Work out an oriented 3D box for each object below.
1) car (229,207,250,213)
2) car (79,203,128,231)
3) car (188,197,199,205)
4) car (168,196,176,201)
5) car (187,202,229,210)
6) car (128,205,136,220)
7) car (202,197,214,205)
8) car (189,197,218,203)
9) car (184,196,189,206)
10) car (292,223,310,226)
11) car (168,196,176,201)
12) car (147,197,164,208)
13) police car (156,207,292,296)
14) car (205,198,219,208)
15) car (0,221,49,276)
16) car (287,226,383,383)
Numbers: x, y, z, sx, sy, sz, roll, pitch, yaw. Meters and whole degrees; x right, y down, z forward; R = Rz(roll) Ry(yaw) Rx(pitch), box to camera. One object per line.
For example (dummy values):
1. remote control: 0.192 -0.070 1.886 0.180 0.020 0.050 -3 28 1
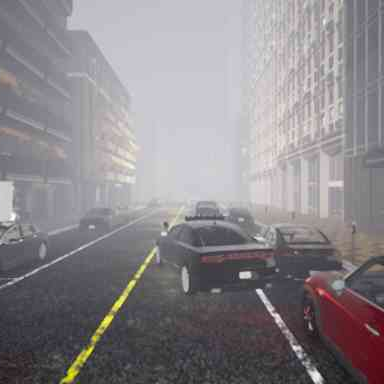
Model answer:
1. car: 2.772 1.584 20.795 1.947 1.339 4.313 0 0 0
2. car: -5.609 1.584 20.829 1.947 1.339 4.313 0 0 0
3. car: 0.248 1.598 60.426 1.812 1.442 4.674 0 0 0
4. car: -5.327 1.674 88.611 2.008 1.369 4.403 0 0 0
5. car: 0.856 1.522 19.035 1.837 1.490 4.892 0 0 1
6. car: -5.586 1.550 26.309 1.752 1.417 4.829 0 0 0
7. car: 2.936 1.623 60.335 2.008 1.369 4.403 0 0 0
8. car: 1.000 1.375 24.986 2.097 1.767 4.553 0 0 0
9. car: 0.210 1.578 46.656 1.812 1.442 4.674 0 0 1
10. car: 2.725 1.558 9.498 2.008 1.369 4.403 0 0 0
11. car: -5.351 1.663 82.963 2.008 1.369 4.403 0 0 0
12. car: -5.491 1.495 49.072 1.967 1.590 4.097 0 0 0
13. police car: 0.281 1.432 9.006 1.930 1.638 5.238 0 0 -17
14. car: 2.889 1.600 49.037 1.887 1.381 4.507 0 0 0
15. car: -5.655 1.558 9.532 2.008 1.369 4.403 0 0 0
16. car: 2.702 1.443 3.849 1.967 1.590 4.097 0 0 0
